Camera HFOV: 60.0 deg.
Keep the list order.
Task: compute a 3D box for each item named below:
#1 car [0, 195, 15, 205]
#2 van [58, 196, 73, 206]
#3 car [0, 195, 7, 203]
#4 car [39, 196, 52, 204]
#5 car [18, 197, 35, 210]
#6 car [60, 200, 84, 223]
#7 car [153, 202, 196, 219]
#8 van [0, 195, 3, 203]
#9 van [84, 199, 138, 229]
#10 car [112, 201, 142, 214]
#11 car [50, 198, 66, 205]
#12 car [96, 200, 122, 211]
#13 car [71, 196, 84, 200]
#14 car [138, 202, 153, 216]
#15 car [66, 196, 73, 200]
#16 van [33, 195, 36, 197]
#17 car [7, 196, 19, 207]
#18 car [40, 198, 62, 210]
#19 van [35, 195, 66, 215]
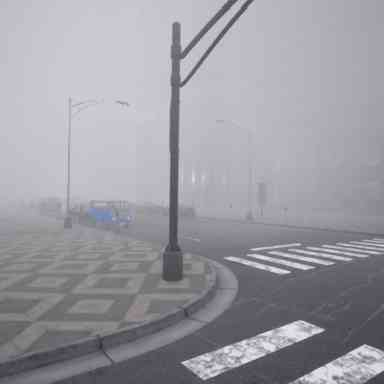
[{"bbox_3d":[-37.038,1.730,66.226,1.752,1.417,4.829,1,-1,-35],"label":"car"},{"bbox_3d":[-23.777,1.654,62.255,1.690,1.788,3.998,1,-1,-35],"label":"van"},{"bbox_3d":[-43.508,1.564,75.393,2.192,1.841,5.009,1,-1,-35],"label":"car"},{"bbox_3d":[-33.346,1.817,75.791,1.967,1.590,4.097,1,-1,-35],"label":"car"},{"bbox_3d":[-21.202,1.680,43.799,1.802,1.307,4.206,1,-1,-35],"label":"car"},{"bbox_3d":[-8.454,1.559,25.747,1.887,1.381,4.507,1,-1,-35],"label":"car"},{"bbox_3d":[-1.456,1.709,30.667,1.887,1.381,4.507,1,-1,-35],"label":"car"},{"bbox_3d":[-46.695,1.612,79.906,1.690,1.788,3.998,1,-1,-35],"label":"van"},{"bbox_3d":[-5.264,1.335,21.236,1.690,1.788,3.998,1,-1,-35],"label":"van"},{"bbox_3d":[-7.834,1.751,39.691,1.887,1.381,4.507,1,-1,-35],"label":"car"},{"bbox_3d":[-26.968,1.885,66.765,2.008,1.369,4.403,1,-1,-35],"label":"car"},{"bbox_3d":[-11.121,1.753,44.342,1.752,1.417,4.829,1,-1,-35],"label":"car"},{"bbox_3d":[-17.401,1.815,53.228,1.887,1.381,4.507,1,-1,-35],"label":"car"},{"bbox_3d":[-4.645,1.730,35.179,1.887,1.381,4.507,1,-1,-35],"label":"car"},{"bbox_3d":[-20.588,1.606,57.743,2.192,1.841,5.009,1,-1,-35],"label":"car"},{"bbox_3d":[-36.533,1.740,80.303,1.690,1.788,3.998,1,-1,-35],"label":"van"},{"bbox_3d":[-27.575,1.692,52.825,2.008,1.369,4.403,1,-1,-35],"label":"car"},{"bbox_3d":[-19.712,1.657,46.500,1.837,1.490,4.892,1,-1,-35],"label":"car"},{"bbox_3d":[-14.825,1.397,34.775,1.690,1.788,3.998,1,-1,-35],"label":"van"}]
